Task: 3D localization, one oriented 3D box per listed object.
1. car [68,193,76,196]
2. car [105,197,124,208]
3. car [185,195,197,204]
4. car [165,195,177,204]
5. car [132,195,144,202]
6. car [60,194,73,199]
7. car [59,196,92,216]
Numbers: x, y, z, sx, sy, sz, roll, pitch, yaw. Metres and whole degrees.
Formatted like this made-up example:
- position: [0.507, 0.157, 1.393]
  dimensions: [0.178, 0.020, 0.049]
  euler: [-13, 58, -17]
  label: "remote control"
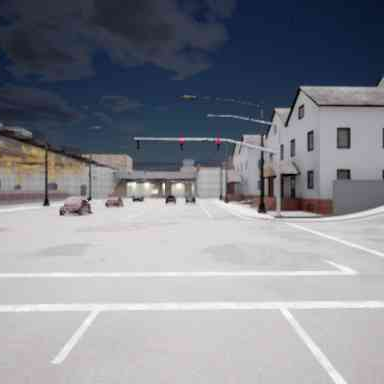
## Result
- position: [-32.030, 1.177, 84.890]
  dimensions: [2.038, 1.542, 4.974]
  euler: [0, 0, -37]
  label: "car"
- position: [-10.777, 1.376, 46.320]
  dimensions: [1.812, 1.442, 4.674]
  euler: [0, 1, 0]
  label: "car"
- position: [-0.245, 1.297, 59.300]
  dimensions: [2.128, 1.511, 4.902]
  euler: [0, 0, 0]
  label: "car"
- position: [-3.744, 1.312, 59.285]
  dimensions: [1.837, 1.490, 4.892]
  euler: [0, 0, 0]
  label: "car"
- position: [-10.777, 1.330, 67.109]
  dimensions: [2.033, 1.411, 5.357]
  euler: [0, 0, 0]
  label: "car"
- position: [-32.061, 1.019, 84.931]
  dimensions: [1.853, 1.218, 4.536]
  euler: [0, 0, -37]
  label: "car"
- position: [-10.725, 1.425, 30.933]
  dimensions: [1.812, 1.442, 4.674]
  euler: [0, 0, 0]
  label: "car"
